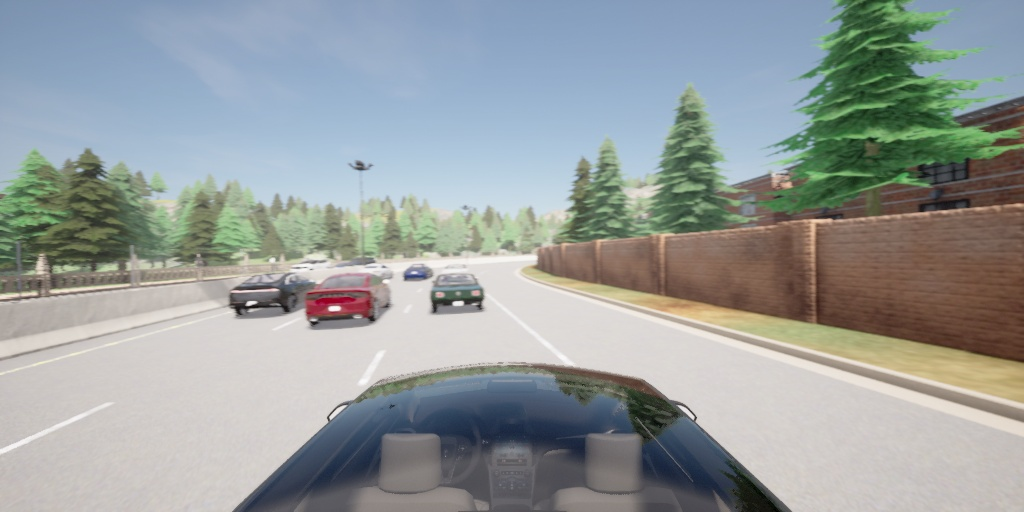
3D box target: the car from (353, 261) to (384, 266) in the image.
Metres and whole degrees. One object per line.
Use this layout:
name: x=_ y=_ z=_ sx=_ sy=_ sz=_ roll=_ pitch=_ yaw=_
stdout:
car: x=-11.600 y=1.400 z=30.798 sx=1.812 sy=1.442 sz=4.674 roll=-2 pitch=0 yaw=-3

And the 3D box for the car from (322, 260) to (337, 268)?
car: x=-21.947 y=1.590 z=46.457 sx=1.812 sy=1.442 sz=4.674 roll=-2 pitch=0 yaw=6

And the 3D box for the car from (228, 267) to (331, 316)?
car: x=-9.459 y=1.424 z=14.750 sx=2.128 sy=1.511 sz=4.902 roll=-2 pitch=0 yaw=-11

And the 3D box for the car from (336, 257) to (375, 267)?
car: x=-18.696 y=1.205 z=44.130 sx=2.150 sy=2.045 sz=5.566 roll=-2 pitch=1 yaw=4

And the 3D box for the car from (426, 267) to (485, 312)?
car: x=-2.257 y=1.322 z=14.370 sx=1.895 sy=1.301 sz=4.718 roll=-2 pitch=0 yaw=-11

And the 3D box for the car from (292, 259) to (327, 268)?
car: x=-25.555 y=1.396 z=45.772 sx=2.150 sy=2.045 sz=5.566 roll=-2 pitch=1 yaw=5

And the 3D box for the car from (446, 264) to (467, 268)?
car: x=-4.535 y=1.275 z=29.551 sx=1.895 sy=1.301 sz=4.718 roll=-2 pitch=0 yaw=-5

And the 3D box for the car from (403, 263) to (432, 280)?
car: x=-8.111 y=1.331 z=31.299 sx=1.994 sy=1.385 sz=4.181 roll=-2 pitch=0 yaw=-3

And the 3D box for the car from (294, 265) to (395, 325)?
car: x=-5.462 y=1.308 z=12.498 sx=1.882 sy=1.535 sz=5.008 roll=-2 pitch=1 yaw=-11
